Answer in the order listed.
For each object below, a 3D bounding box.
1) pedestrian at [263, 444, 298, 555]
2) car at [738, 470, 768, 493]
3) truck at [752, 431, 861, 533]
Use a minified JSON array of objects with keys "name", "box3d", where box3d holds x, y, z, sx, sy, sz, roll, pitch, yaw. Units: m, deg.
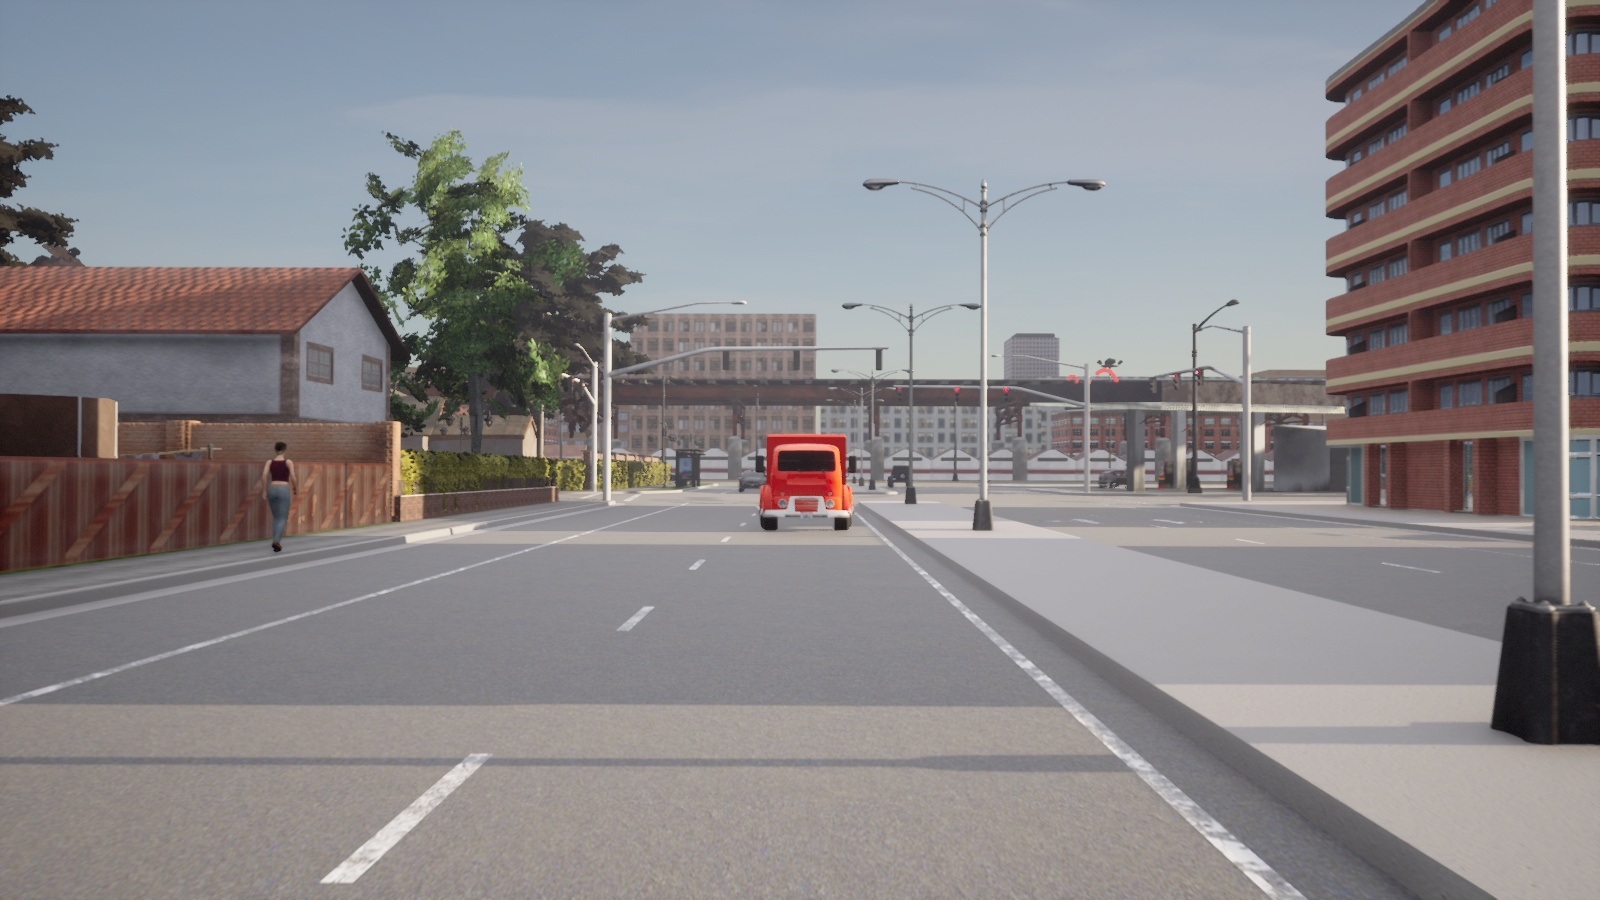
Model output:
[{"name":"pedestrian","box3d":[-8.710,0.821,21.060,0.345,1.836,0.594,0,-1,-1]},{"name":"car","box3d":[-3.122,2.105,84.369,1.837,1.490,4.892,0,-1,0]},{"name":"truck","box3d":[0.158,0.825,33.084,2.627,2.467,5.204,0,-1,0]}]
